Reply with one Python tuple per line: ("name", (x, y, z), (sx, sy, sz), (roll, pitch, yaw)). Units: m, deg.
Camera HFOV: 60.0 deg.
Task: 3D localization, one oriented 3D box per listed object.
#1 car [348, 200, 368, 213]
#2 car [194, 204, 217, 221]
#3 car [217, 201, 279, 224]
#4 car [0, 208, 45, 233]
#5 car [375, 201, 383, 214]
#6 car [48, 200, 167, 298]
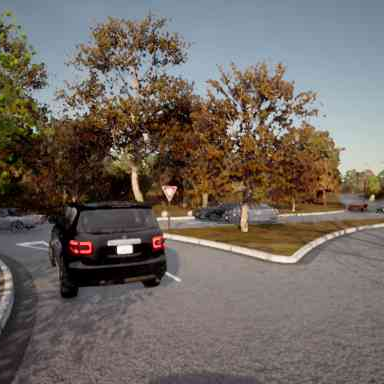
("car", (21.912, 1.857, 43.740), (1.882, 1.535, 5.008), (0, 0, 35))
("car", (2.472, 1.570, 27.747), (4.892, 1.490, 1.837), (1, 0, -31))
("car", (4.505, 1.599, 25.194), (4.674, 1.442, 1.812), (1, 0, -31))
("car", (-10.989, 1.585, 18.761), (4.718, 1.301, 1.895), (0, 0, -9))
("car", (24.058, 1.882, 41.204), (1.837, 1.490, 4.892), (1, 0, 36))
("car", (-2.479, 1.215, 8.894), (2.150, 2.045, 5.566), (0, 0, -26))
